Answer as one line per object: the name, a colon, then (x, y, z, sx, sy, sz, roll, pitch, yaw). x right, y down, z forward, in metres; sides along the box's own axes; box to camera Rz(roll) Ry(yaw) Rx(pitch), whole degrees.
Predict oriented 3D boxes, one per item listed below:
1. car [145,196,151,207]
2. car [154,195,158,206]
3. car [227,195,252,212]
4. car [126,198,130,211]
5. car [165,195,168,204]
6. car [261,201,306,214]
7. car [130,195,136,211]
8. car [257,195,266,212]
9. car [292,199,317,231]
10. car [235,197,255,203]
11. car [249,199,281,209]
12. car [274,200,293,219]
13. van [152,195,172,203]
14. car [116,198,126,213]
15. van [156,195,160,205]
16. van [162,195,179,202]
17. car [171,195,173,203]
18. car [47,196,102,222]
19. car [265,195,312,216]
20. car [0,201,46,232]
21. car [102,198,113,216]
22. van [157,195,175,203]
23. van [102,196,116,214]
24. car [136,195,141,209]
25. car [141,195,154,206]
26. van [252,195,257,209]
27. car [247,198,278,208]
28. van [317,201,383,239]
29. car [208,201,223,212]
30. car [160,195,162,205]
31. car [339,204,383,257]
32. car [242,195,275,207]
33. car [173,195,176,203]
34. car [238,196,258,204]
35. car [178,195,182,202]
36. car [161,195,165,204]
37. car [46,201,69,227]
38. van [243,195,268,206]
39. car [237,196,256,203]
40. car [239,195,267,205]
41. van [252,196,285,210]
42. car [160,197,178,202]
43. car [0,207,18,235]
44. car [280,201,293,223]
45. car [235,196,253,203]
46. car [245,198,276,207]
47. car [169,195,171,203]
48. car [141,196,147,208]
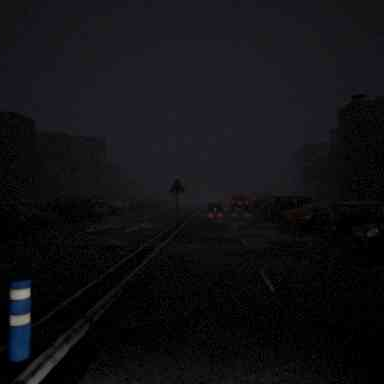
car: (-9.105, 1.692, 49.205, 4.892, 1.521, 2.231, 0, 0, 4)
car: (-8.712, 1.725, 54.704, 4.892, 1.521, 2.231, 0, 0, 4)
car: (6.058, 1.455, 43.233, 2.150, 2.045, 5.566, 0, 0, 4)
car: (-9.928, 1.513, 38.208, 4.553, 1.767, 2.185, 0, 0, 4)
car: (-7.926, 1.803, 65.704, 4.892, 1.521, 2.231, 0, 0, 4)
car: (10.302, 1.750, 37.860, 4.674, 1.452, 2.002, 0, 0, 4)
car: (-9.732, 1.525, 40.957, 4.553, 1.767, 2.185, 0, 0, 4)
car: (10.082, 1.450, 35.152, 5.566, 2.045, 2.435, 0, 0, 4)
car: (9.130, 1.537, 21.163, 4.553, 1.767, 2.185, 0, 0, 4)
car: (13.900, 2.069, 87.684, 5.008, 1.535, 2.097, 0, -1, 4)
car: (11.308, 1.813, 51.779, 4.674, 1.452, 2.002, 0, 0, 4)
car: (9.506, 1.678, 26.708, 4.892, 1.521, 2.231, 0, 0, 4)
van: (-7.066, 1.699, 79.466, 4.442, 1.987, 1.878, 0, -1, 4)
car: (-10.099, 1.629, 35.455, 5.008, 1.535, 2.097, 0, 0, 4)
van: (-8.395, 1.518, 57.571, 4.442, 1.987, 1.878, 0, 0, 4)
van: (-6.084, 1.846, 93.216, 4.442, 1.987, 1.878, 0, -1, 4)
car: (-7.349, 1.872, 73.956, 5.008, 1.535, 2.097, 0, 0, 4)
car: (-10.711, 1.350, 27.206, 5.566, 2.045, 2.435, 0, 0, 4)
car: (9.730, 1.433, 29.478, 5.566, 2.045, 2.435, 0, 0, 4)
car: (-11.242, 1.445, 18.947, 4.553, 1.767, 2.185, 0, 0, 4)
car: (-10.302, 1.608, 29.941, 5.366, 1.575, 1.946, 0, 0, 4)
van: (-6.673, 1.754, 84.964, 4.442, 1.987, 1.878, 0, -1, 4)
van: (-10.173, 1.394, 32.697, 4.442, 1.987, 1.878, 0, 0, 4)
car: (-9.473, 1.538, 43.704, 4.553, 1.767, 2.185, 0, 0, 4)
car: (-8.909, 1.709, 51.955, 4.892, 1.521, 2.231, 0, 0, 4)
van: (10.786, 1.517, 46.122, 4.442, 1.987, 1.878, 0, 0, 4)
car: (11.472, 1.817, 54.429, 4.792, 1.488, 2.163, 0, 0, 4)
van: (8.592, 1.417, 15.752, 4.442, 1.987, 1.878, 0, 0, 4)
car: (2.995, 1.820, 42.500, 1.895, 1.301, 4.718, 0, 0, 4)
car: (-8.323, 1.801, 60.204, 4.674, 1.452, 2.002, 0, 0, 4)
car: (8.530, 1.498, 12.840, 4.553, 1.767, 2.185, 0, 0, 4)
car: (11.875, 1.572, 59.975, 5.566, 2.045, 2.435, 0, 0, 4)
car: (-7.174, 1.646, 76.709, 5.566, 2.045, 2.435, 0, -1, 4)
car: (13.273, 1.858, 79.375, 4.553, 1.767, 2.185, 0, -1, 4)
car: (-6.176, 2.009, 87.692, 5.366, 1.575, 1.946, 0, -1, 4)
car: (-8.314, 1.778, 62.969, 5.366, 1.575, 1.946, 0, 0, 4)
car: (-11.083, 1.584, 21.704, 4.892, 1.521, 2.231, 0, 0, 4)
van: (11.987, 1.617, 62.751, 4.442, 1.987, 1.878, 0, 0, 4)
car: (13.473, 1.885, 82.148, 4.553, 1.767, 2.185, 0, -1, 4)
car: (12.476, 1.633, 68.288, 5.566, 2.045, 2.435, 0, 0, 4)
van: (11.219, 1.532, 48.875, 4.442, 1.987, 1.878, 0, 0, 4)
car: (-6.162, 2.082, 90.455, 4.674, 1.452, 2.002, 0, -1, 4)
car: (-11.467, 1.595, 16.198, 4.674, 1.452, 2.002, 0, 0, 4)
car: (9.303, 1.670, 24.061, 5.008, 1.535, 2.097, 0, 0, 4)
car: (14.136, 1.973, 90.457, 4.553, 1.767, 2.185, 0, -1, 4)
car: (11.696, 1.806, 57.198, 4.892, 1.521, 2.231, 0, 0, 4)
car: (-7.542, 1.888, 71.204, 4.674, 1.452, 2.002, 0, 0, 4)
car: (-9.302, 1.678, 46.454, 4.892, 1.521, 2.231, 0, 0, 4)
